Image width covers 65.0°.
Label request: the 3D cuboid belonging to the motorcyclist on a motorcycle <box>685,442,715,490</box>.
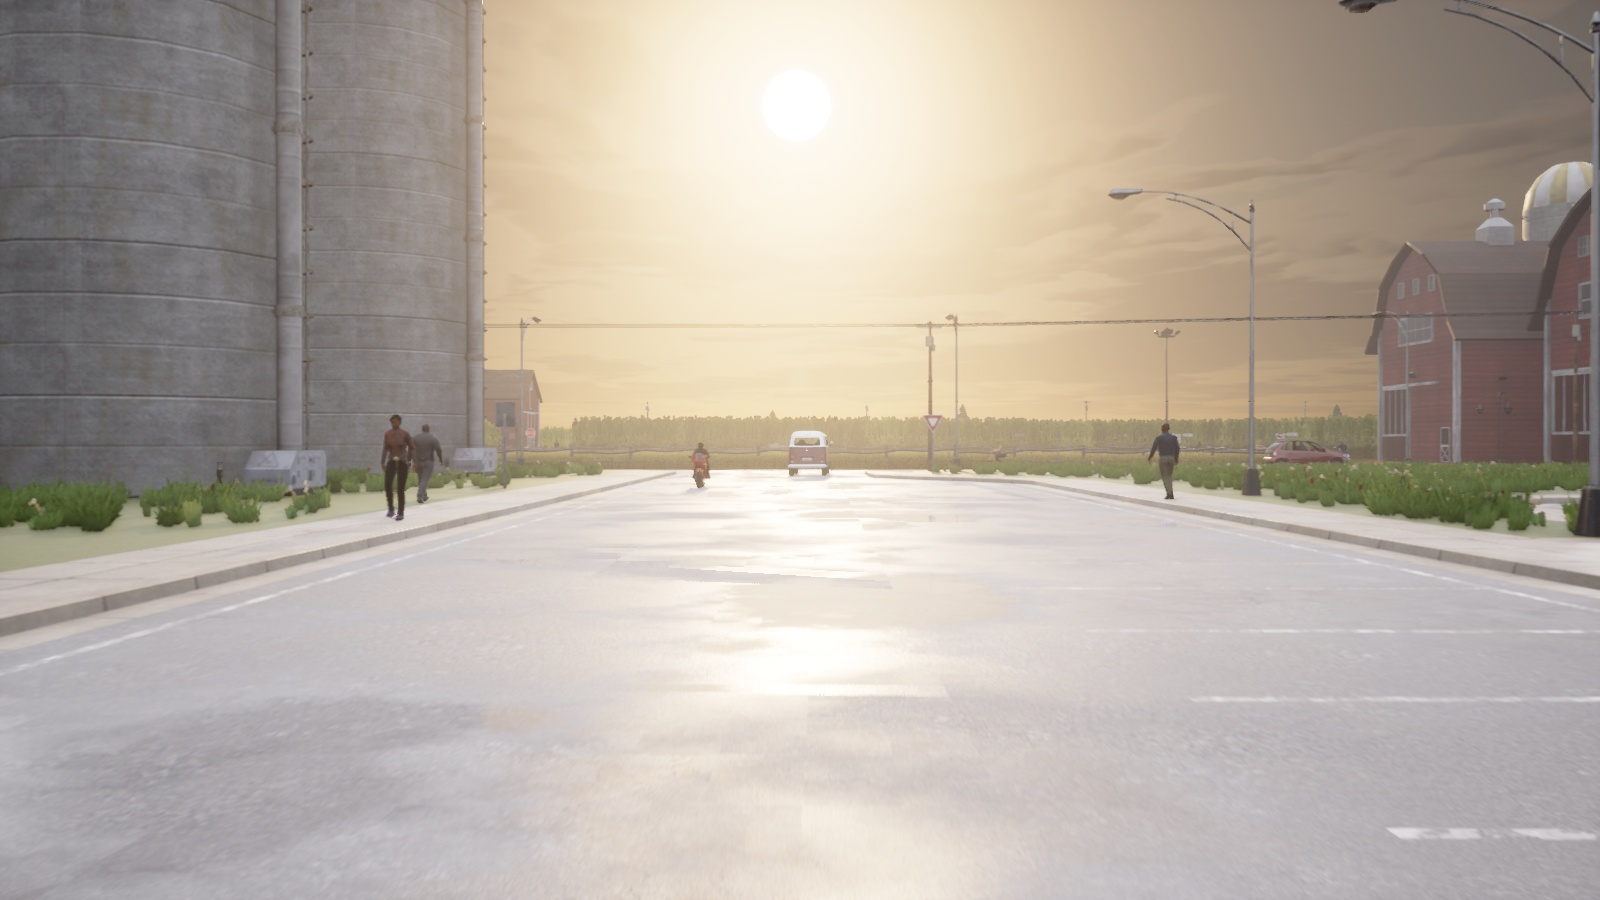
[{"bbox_3d":[-3.251,0.495,40.996,0.797,1.523,2.044,0,0,0],"label":"motorcyclist on a motorcycle"}]

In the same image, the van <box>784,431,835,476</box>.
[{"bbox_3d":[0.478,0.142,58.355,2.069,2.038,4.480,0,0,4],"label":"van"}]

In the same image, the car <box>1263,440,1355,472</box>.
[{"bbox_3d":[25.982,0.300,64.199,3.988,1.617,1.851,0,1,3],"label":"car"}]

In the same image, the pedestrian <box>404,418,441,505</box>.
[{"bbox_3d":[-8.307,0.239,27.637,0.563,1.883,0.849,0,0,0],"label":"pedestrian"}]

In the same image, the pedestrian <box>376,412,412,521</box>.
[{"bbox_3d":[-6.874,0.276,21.279,0.328,1.805,0.869,0,0,-1],"label":"pedestrian"}]

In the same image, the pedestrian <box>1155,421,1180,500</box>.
[{"bbox_3d":[8.614,0.243,29.439,0.370,1.835,0.726,0,0,-1],"label":"pedestrian"}]
